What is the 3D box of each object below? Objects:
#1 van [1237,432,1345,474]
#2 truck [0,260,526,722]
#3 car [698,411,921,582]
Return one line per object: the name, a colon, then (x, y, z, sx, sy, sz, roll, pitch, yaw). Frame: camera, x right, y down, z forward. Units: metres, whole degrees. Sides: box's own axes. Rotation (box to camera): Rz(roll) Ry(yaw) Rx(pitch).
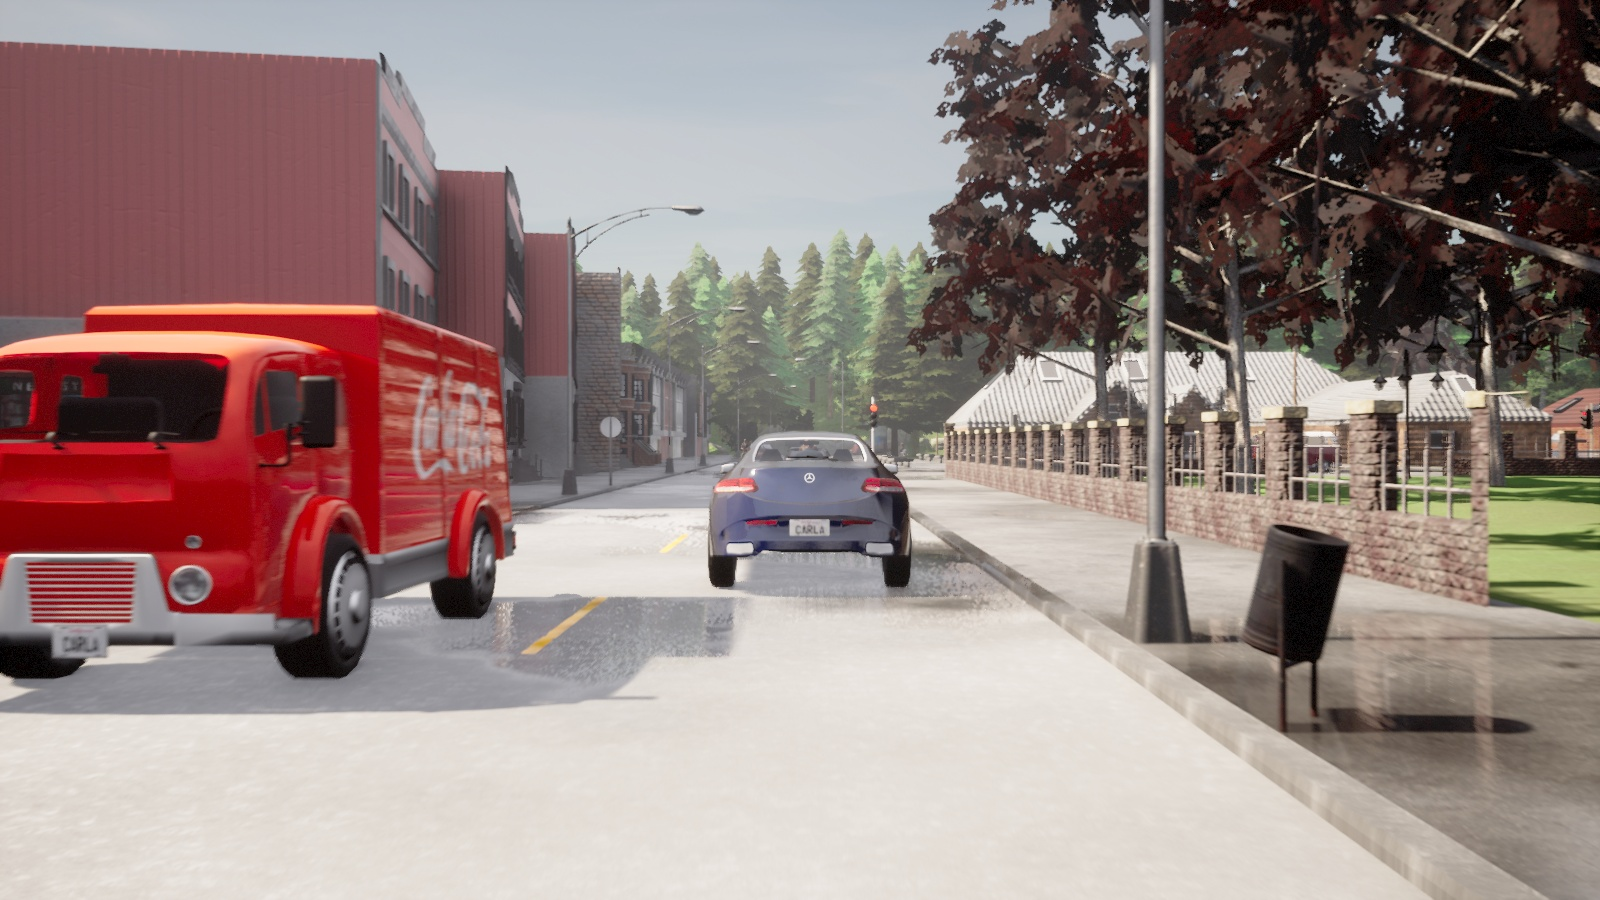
van: (24.052, 0.144, 61.661, 4.480, 2.038, 2.069, 0, 0, 2)
truck: (-3.925, 0.204, 9.305, 2.627, 2.467, 5.204, 0, 0, 0)
car: (0.109, 0.442, 14.639, 2.152, 1.651, 5.027, 0, 0, 0)
